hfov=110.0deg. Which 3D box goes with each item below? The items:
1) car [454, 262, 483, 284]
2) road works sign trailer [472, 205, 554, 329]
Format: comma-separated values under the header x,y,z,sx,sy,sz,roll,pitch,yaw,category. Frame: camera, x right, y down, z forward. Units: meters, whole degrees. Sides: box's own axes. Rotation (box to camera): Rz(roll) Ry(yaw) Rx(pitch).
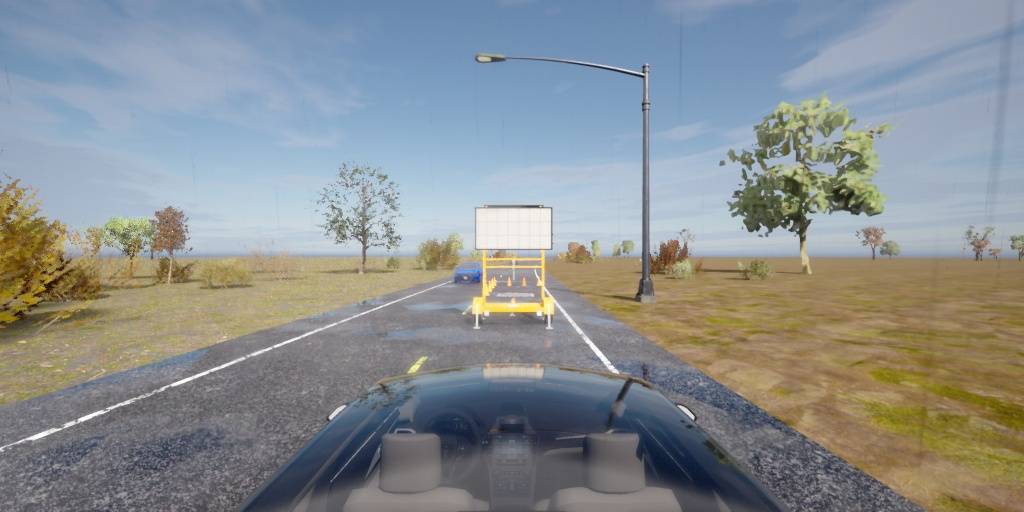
x,y,z,sx,sy,sz,roll,pitch,yaw,category
-3.056,1.225,26.773,1.882,1.535,5.008,0,0,2,car
0.054,0.214,11.252,2.380,3.560,2.880,0,0,1,road works sign trailer
